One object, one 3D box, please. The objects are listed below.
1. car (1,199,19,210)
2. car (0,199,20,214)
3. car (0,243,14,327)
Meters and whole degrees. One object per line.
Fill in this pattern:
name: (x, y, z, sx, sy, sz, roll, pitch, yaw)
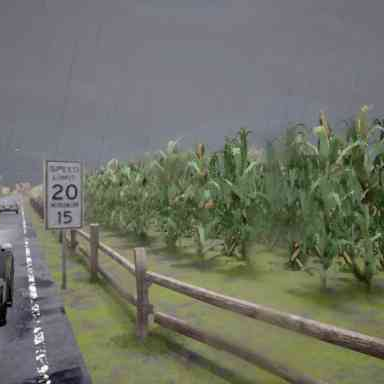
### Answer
car: (-23.648, 1.587, 43.349, 1.895, 1.301, 4.718, 0, 0, -27)
car: (-19.051, 1.535, 34.573, 2.033, 1.411, 5.357, 0, 0, -27)
car: (-4.598, 1.561, 6.466, 1.994, 1.385, 4.181, 0, 0, -27)
